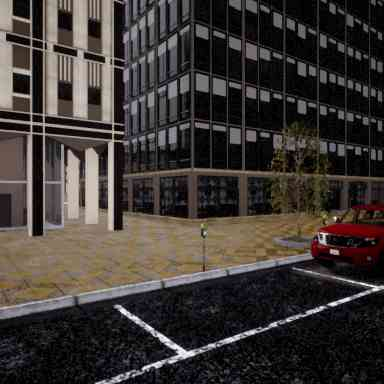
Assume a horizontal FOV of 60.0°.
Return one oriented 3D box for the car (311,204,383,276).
[{"bbox_3d":[5.917,1.314,10.516,5.009,1.841,2.192,0,0,-36],"label":"car"}]
